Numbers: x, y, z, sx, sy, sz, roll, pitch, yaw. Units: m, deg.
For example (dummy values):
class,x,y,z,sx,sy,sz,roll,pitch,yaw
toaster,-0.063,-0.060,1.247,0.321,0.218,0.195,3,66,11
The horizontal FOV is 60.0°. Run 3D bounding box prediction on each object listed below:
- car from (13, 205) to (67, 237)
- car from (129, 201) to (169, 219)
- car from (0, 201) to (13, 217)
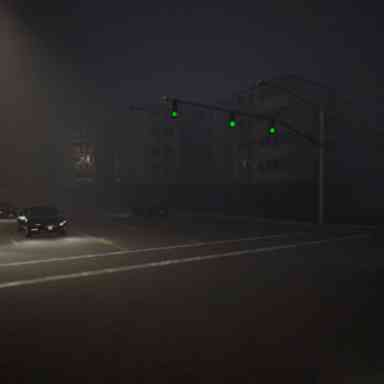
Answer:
class,x,y,z,sx,sy,sz,roll,pitch,yaw
car,-8.341,1.509,18.308,1.837,1.490,4.892,1,0,-35
car,-4.040,1.538,30.490,1.882,1.535,5.008,1,0,-37
car,-16.465,1.512,28.787,2.033,1.411,5.357,1,0,-44
